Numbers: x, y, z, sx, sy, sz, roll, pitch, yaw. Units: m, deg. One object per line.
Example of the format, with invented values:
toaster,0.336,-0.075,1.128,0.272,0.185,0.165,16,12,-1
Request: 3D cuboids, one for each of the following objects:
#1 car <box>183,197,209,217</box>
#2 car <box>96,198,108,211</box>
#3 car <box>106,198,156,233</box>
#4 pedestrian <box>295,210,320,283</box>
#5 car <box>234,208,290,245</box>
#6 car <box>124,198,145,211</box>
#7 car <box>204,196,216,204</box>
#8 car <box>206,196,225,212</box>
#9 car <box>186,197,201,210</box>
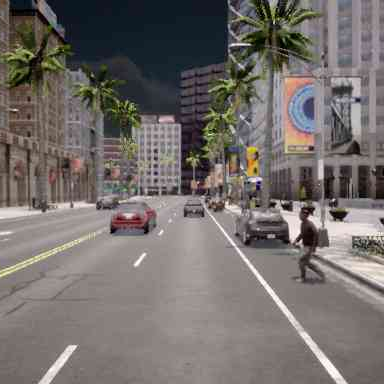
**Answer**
car,0.184,1.490,31.613,2.128,1.511,4.902,0,0,0
car,-10.484,1.475,41.367,1.882,1.535,5.008,0,0,0
car,-3.349,1.351,19.734,2.097,1.767,4.553,0,0,0
pedestrian,2.836,1.294,8.189,0.375,1.860,0.375,0,0,0
car,3.128,1.480,15.505,2.231,1.521,4.892,0,0,0
car,-6.987,1.523,40.806,1.812,1.442,4.674,0,0,0
car,3.578,1.510,66.809,2.161,1.482,4.786,0,0,0
car,3.214,1.352,44.880,2.185,1.767,4.553,0,0,0
car,0.221,1.502,44.504,1.837,1.490,4.892,0,0,0
